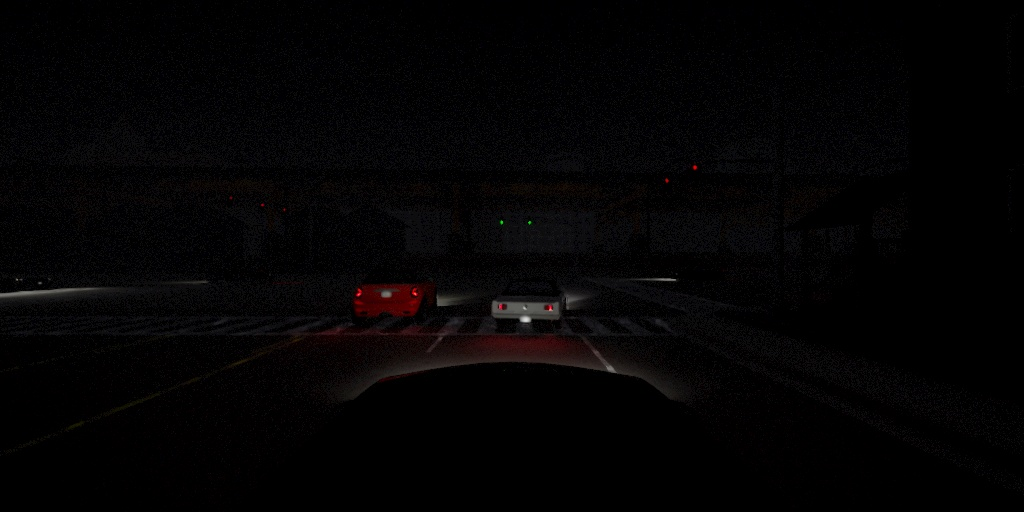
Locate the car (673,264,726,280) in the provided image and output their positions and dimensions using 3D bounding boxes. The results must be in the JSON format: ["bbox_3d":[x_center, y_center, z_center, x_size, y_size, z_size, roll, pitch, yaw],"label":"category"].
[{"bbox_3d":[16.769,1.416,32.227,4.181,1.385,1.994,0,0,0],"label":"car"}]

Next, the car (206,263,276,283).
[{"bbox_3d":[-21.448,1.318,28.387,5.008,1.535,1.882,0,-1,6],"label":"car"}]

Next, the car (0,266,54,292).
[{"bbox_3d":[-30.670,1.343,21.537,4.674,1.442,1.812,0,0,0],"label":"car"}]

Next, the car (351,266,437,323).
[{"bbox_3d":[-3.855,1.138,12.473,2.097,1.767,4.553,0,0,-6],"label":"car"}]

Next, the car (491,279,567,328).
[{"bbox_3d":[0.756,1.384,11.597,1.895,1.301,4.718,0,0,10],"label":"car"}]
